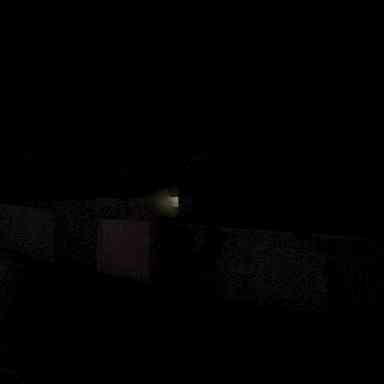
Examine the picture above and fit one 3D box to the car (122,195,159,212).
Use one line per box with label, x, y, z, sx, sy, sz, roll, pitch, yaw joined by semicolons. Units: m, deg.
car;-5.129;1.150;30.625;2.097;1.767;4.553;-2;-1;35
